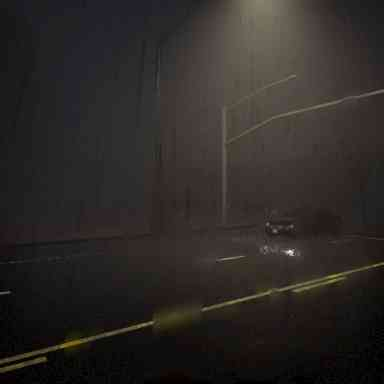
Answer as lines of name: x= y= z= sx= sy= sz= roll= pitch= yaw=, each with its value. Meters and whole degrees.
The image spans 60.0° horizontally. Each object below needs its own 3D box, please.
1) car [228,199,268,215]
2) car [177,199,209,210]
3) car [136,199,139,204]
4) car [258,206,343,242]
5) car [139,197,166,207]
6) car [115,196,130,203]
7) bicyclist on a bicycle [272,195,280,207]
car: x=5.856 y=1.491 z=34.519 sx=2.128 sy=1.511 sz=4.902 roll=0 pitch=0 yaw=-36
car: x=0.073 y=1.601 z=42.620 sx=1.895 sy=1.301 sz=4.718 roll=0 pitch=0 yaw=-36
car: x=-8.606 y=1.564 z=61.046 sx=1.994 sy=1.385 sz=4.181 roll=0 pitch=0 yaw=-35
car: x=5.707 y=1.526 z=16.619 sx=4.674 sy=1.442 sz=1.812 roll=0 pitch=0 yaw=-35
car: x=-5.792 y=1.478 z=50.847 sx=1.882 sy=1.535 sz=5.008 roll=0 pitch=0 yaw=-35
car: x=-14.417 y=1.468 z=69.097 sx=1.812 sy=1.442 sz=4.674 roll=0 pitch=0 yaw=-36
bicyclist on a bicycle: x=11.500 y=1.303 z=45.517 sx=1.656 sy=1.620 sz=0.582 roll=0 pitch=0 yaw=-36
